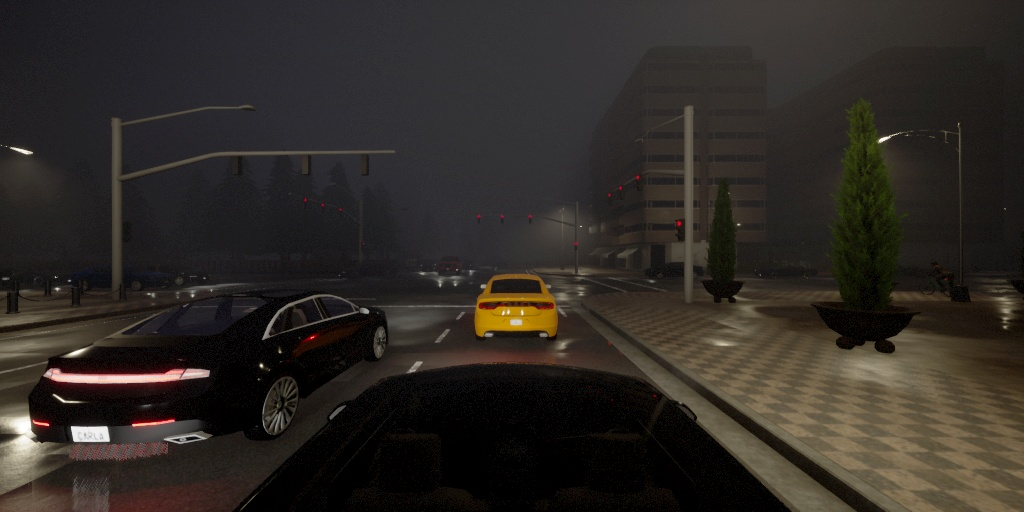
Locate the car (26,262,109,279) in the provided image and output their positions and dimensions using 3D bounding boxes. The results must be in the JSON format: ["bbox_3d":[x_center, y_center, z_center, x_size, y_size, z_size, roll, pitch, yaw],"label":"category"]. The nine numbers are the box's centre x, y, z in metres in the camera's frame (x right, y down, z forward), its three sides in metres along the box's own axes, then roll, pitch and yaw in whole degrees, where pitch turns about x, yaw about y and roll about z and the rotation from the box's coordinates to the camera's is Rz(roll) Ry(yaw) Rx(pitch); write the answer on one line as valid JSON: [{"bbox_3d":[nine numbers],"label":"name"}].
[{"bbox_3d":[-40.021,1.297,32.379,4.902,1.511,2.128,0,0,0],"label":"car"}]

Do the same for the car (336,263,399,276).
[{"bbox_3d":[-13.427,1.350,33.713,5.357,1.411,2.033,0,0,-44],"label":"car"}]

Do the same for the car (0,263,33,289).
[{"bbox_3d":[-33.367,1.027,21.697,5.566,2.045,2.150,0,0,0],"label":"car"}]

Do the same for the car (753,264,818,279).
[{"bbox_3d":[24.726,1.406,32.545,4.718,1.301,1.895,0,0,0],"label":"car"}]

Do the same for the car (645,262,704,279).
[{"bbox_3d":[14.649,1.283,32.520,5.008,1.535,1.882,0,0,0],"label":"car"}]

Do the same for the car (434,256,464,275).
[{"bbox_3d":[-6.672,0.973,38.626,2.150,2.045,5.566,0,0,-5],"label":"car"}]

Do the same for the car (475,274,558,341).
[{"bbox_3d":[0.107,1.228,9.936,1.882,1.535,5.008,0,0,0],"label":"car"}]

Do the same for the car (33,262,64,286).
[{"bbox_3d":[-33.757,1.353,25.194,5.357,1.411,2.033,0,0,0],"label":"car"}]

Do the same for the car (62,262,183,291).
[{"bbox_3d":[-23.432,1.283,21.721,5.008,1.535,1.882,0,0,0],"label":"car"}]

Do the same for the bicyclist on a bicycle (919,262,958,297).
[{"bbox_3d":[20.288,1.106,17.051,0.582,1.620,1.656,0,0,0],"label":"bicyclist on a bicycle"}]

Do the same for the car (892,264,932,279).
[{"bbox_3d":[34.927,1.406,32.563,4.718,1.301,1.895,0,0,0],"label":"car"}]

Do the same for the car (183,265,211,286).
[{"bbox_3d":[-24.015,1.310,25.231,4.892,1.490,1.837,0,0,1],"label":"car"}]

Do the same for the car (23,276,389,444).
[{"bbox_3d":[-3.423,1.242,5.354,2.128,1.511,4.902,0,0,1],"label":"car"}]

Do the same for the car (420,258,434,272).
[{"bbox_3d":[-10.220,1.101,46.122,2.097,1.767,4.553,0,0,3],"label":"car"}]

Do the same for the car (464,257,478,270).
[{"bbox_3d":[-6.312,1.256,52.523,1.837,1.490,4.892,0,0,7],"label":"car"}]
